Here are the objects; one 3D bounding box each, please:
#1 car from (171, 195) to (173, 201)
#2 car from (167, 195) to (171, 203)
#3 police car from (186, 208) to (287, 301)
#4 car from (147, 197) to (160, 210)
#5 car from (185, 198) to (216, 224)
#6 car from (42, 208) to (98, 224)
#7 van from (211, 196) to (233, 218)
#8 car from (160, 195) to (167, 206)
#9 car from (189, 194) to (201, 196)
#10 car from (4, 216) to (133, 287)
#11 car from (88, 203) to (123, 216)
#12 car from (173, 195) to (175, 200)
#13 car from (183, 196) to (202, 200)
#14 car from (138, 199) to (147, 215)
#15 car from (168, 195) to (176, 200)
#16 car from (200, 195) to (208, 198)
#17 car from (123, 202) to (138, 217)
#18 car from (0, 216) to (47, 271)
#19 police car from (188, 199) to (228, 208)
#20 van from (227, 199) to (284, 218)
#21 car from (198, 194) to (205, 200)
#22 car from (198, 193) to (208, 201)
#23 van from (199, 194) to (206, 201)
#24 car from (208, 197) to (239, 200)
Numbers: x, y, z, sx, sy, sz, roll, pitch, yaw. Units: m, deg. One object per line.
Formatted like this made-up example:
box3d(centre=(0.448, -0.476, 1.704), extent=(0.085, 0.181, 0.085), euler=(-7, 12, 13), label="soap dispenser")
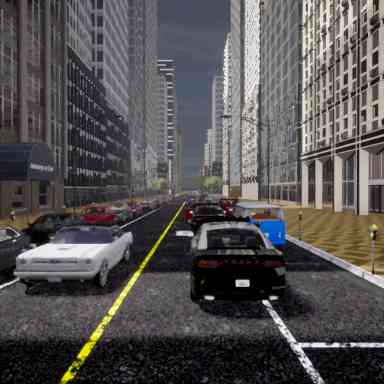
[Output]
box3d(centre=(-5.666, 1.422, 70.895), extent=(1.967, 1.590, 4.097), euler=(-1, 0, 0), label="car")
box3d(centre=(-5.667, 1.566, 65.211), extent=(1.802, 1.307, 4.206), euler=(-1, 0, 0), label="car")
box3d(centre=(0.903, 1.423, 8.511), extent=(1.930, 1.638, 5.238), euler=(0, 0, 0), label="police car")
box3d(centre=(-5.679, 1.541, 42.477), extent=(2.008, 1.369, 4.403), euler=(-1, 0, 0), label="car")
box3d(centre=(0.654, 1.472, 24.501), extent=(1.882, 1.535, 5.008), euler=(0, 0, 7), label="car")
box3d(centre=(-5.692, 1.563, 14.059), extent=(1.947, 1.339, 4.313), euler=(-1, 0, 0), label="car")
box3d(centre=(2.695, 1.334, 31.106), extent=(1.690, 1.788, 3.998), euler=(-1, 0, 0), label="van")
box3d(centre=(-5.673, 1.538, 53.844), extent=(2.008, 1.369, 4.403), euler=(-1, 0, 0), label="car")
box3d(centre=(0.028, 1.337, 59.385), extent=(2.097, 1.767, 4.553), euler=(0, 0, 0), label="car")
box3d(centre=(-2.994, 1.599, 9.444), extent=(1.895, 1.301, 4.718), euler=(0, 0, 0), label="car")
box3d(centre=(-5.689, 1.540, 19.742), extent=(1.887, 1.381, 4.507), euler=(-1, 0, 0), label="car")
box3d(centre=(-5.659, 1.504, 82.093), extent=(1.752, 1.417, 4.829), euler=(-1, 0, 0), label="car")
box3d(centre=(0.037, 1.590, 45.984), extent=(1.895, 1.301, 4.718), euler=(0, 0, 1), label="car")
box3d(centre=(-5.684, 1.575, 31.110), extent=(1.802, 1.307, 4.206), euler=(-1, 0, 0), label="car")
box3d(centre=(-5.654, 1.540, 93.630), extent=(1.947, 1.339, 4.313), euler=(-1, 0, 0), label="car")
box3d(centre=(2.708, 1.538, 53.840), extent=(2.008, 1.369, 4.403), euler=(-1, 0, 0), label="car")
box3d(centre=(-5.687, 1.545, 25.426), extent=(2.008, 1.369, 4.403), euler=(-1, 0, 0), label="car")
box3d(centre=(-5.695, 1.549, 8.375), extent=(2.008, 1.369, 4.403), euler=(-1, 0, 0), label="car")
box3d(centre=(0.908, 1.421, 18.512), extent=(1.930, 1.638, 5.238), euler=(0, 0, 0), label="police car")
box3d(centre=(2.686, 1.338, 14.055), extent=(1.690, 1.788, 3.998), euler=(-1, 0, 0), label="van")
box3d(centre=(2.726, 1.414, 93.626), extent=(1.967, 1.590, 4.097), euler=(-1, 0, 0), label="car")
box3d(centre=(2.719, 1.293, 82.259), extent=(2.192, 1.841, 5.009), euler=(-1, 0, 0), label="car")
box3d(centre=(2.722, 1.317, 87.942), extent=(1.690, 1.788, 3.998), euler=(-1, 0, 0), label="van")
box3d(centre=(2.692, 1.309, 25.422), extent=(2.192, 1.841, 5.009), euler=(-1, 0, 0), label="car")
